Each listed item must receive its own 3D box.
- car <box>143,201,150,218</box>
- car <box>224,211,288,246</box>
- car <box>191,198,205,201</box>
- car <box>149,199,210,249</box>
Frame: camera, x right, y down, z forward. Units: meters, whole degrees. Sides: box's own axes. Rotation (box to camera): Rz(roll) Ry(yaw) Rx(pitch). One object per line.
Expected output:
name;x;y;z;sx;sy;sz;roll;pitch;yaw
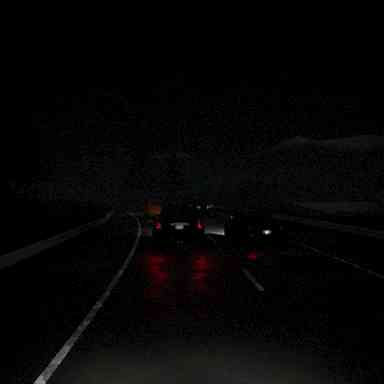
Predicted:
car;-3.285;1.485;29.846;1.882;1.535;5.008;0;0;-13
car;2.773;1.572;15.228;1.994;1.385;4.181;0;0;-6
car;0.127;1.366;30.628;2.097;1.767;4.553;0;0;-13
car;-0.703;1.366;14.825;2.097;1.767;4.553;0;0;-6
